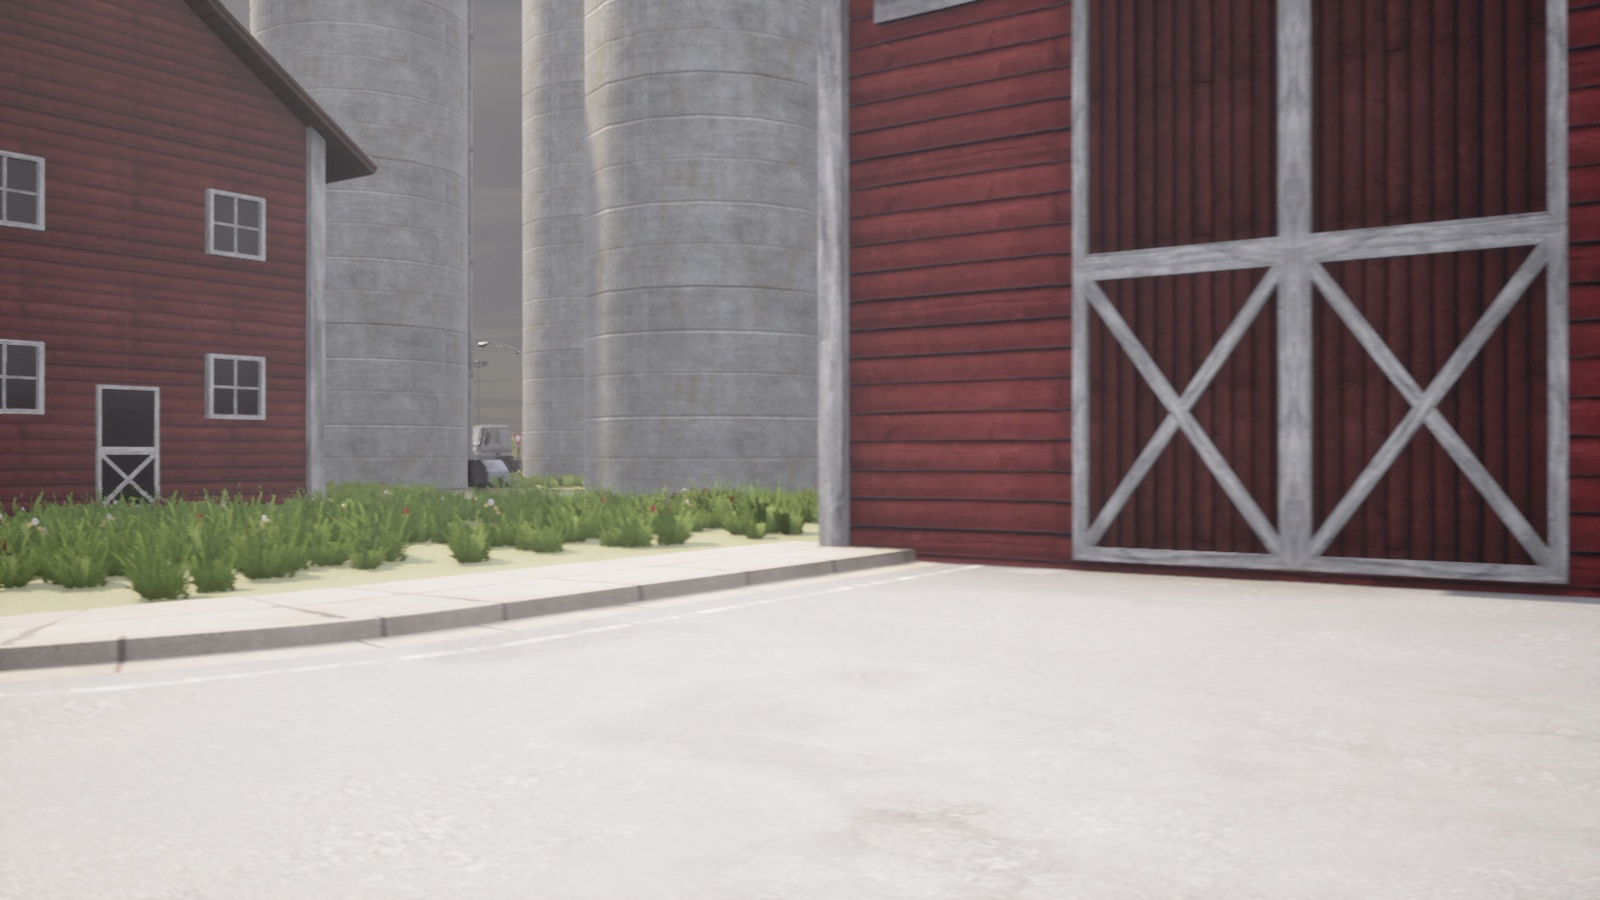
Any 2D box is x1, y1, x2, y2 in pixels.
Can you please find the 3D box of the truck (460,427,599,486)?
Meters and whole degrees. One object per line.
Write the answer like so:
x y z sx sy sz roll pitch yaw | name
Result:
-16.913 0.376 78.826 7.936 3.462 2.891 -1 0 -33 | truck
